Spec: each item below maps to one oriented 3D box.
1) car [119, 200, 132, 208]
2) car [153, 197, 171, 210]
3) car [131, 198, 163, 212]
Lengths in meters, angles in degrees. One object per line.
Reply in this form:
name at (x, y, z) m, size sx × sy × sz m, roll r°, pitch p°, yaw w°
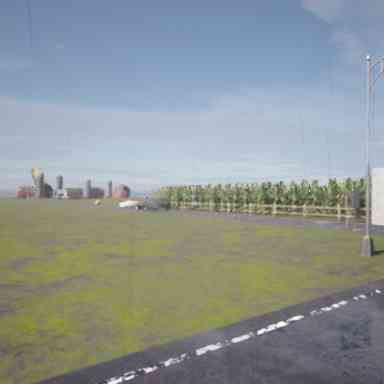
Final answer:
car at (-11.838, 2.209, 61.059) m, size 1.812 × 1.442 × 4.674 m, roll 1°, pitch -1°, yaw -34°
car at (-5.333, 1.799, 51.636) m, size 2.150 × 2.045 × 5.566 m, roll 1°, pitch -1°, yaw -34°
car at (-6.638, 2.038, 48.477) m, size 1.837 × 1.490 × 4.892 m, roll 1°, pitch -1°, yaw -34°
